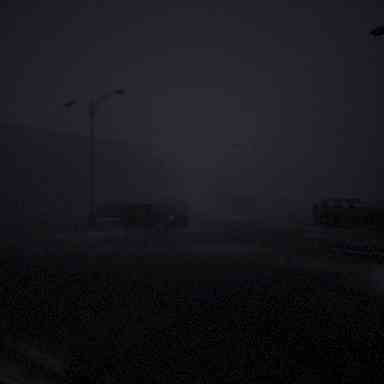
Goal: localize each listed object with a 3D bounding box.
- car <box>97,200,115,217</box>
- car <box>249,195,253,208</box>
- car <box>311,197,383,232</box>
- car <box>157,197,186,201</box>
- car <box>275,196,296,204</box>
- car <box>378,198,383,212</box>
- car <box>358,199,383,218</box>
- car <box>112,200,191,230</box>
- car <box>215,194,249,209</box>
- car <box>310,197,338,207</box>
[{"bbox_3d":[-6.009,1.354,27.316,3.806,1.475,1.970,0,0,35],"label":"car"},{"bbox_3d":[6.216,1.221,45.762,4.605,1.855,1.932,0,0,35],"label":"car"},{"bbox_3d":[9.792,1.281,20.094,4.605,1.855,1.932,0,0,35],"label":"car"},{"bbox_3d":[-2.551,1.276,32.731,5.027,1.636,2.152,0,0,35],"label":"car"},{"bbox_3d":[17.103,1.502,60.823,3.633,1.501,1.845,0,0,35],"label":"car"},{"bbox_3d":[23.422,1.510,37.948,3.633,1.501,1.845,0,0,35],"label":"car"},{"bbox_3d":[17.594,1.487,29.831,4.514,1.523,2.007,0,0,35],"label":"car"},{"bbox_3d":[-2.390,1.445,20.244,4.514,1.523,2.007,0,0,35],"label":"car"},{"bbox_3d":[4.868,1.202,43.155,3.866,1.878,1.905,0,0,35],"label":"car"},{"bbox_3d":[21.421,1.538,54.092,3.806,1.475,1.970,0,0,35],"label":"car"}]
